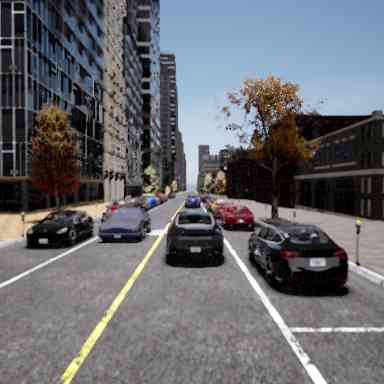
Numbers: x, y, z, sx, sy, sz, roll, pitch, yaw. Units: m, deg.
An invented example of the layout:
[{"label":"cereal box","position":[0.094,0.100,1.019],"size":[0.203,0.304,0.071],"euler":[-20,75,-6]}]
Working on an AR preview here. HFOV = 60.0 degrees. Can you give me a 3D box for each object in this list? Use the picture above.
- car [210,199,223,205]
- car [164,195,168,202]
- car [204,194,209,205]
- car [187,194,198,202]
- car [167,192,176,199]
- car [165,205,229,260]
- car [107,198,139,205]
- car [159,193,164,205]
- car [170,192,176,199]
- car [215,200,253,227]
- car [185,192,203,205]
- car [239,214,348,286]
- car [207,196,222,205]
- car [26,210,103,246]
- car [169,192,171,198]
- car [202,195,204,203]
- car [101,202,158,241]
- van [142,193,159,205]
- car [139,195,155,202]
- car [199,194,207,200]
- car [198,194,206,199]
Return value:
[{"label":"car","position":[2.677,1.455,26.089],"size":[1.802,1.307,4.206],"euler":[-1,0,0]},{"label":"car","position":[-5.717,1.054,54.363],"size":[2.192,1.841,5.009],"euler":[-1,0,0]},{"label":"car","position":[2.675,1.259,37.376],"size":[1.967,1.590,4.097],"euler":[-1,0,0]},{"label":"car","position":[0.097,1.178,65.278],"size":[2.128,1.511,4.902],"euler":[0,0,0]},{"label":"car","position":[-5.710,0.872,93.871],"size":[2.192,1.841,5.009],"euler":[-1,0,0]},{"label":"car","position":[0.073,1.445,12.219],"size":[1.837,1.490,4.892],"euler":[0,0,-1]},{"label":"car","position":[-5.671,1.312,26.143],"size":[1.967,1.590,4.097],"euler":[-1,0,0]},{"label":"car","position":[-5.688,1.316,48.720],"size":[2.008,1.369,4.403],"euler":[-1,0,0]},{"label":"car","position":[-5.707,1.148,88.228],"size":[1.947,1.339,4.313],"euler":[-1,0,0]},{"label":"car","position":[2.677,1.445,20.445],"size":[1.887,1.381,4.507],"euler":[-1,0,0]},{"label":"car","position":[0.098,1.133,45.446],"size":[2.097,1.767,4.553],"euler":[0,0,0]},{"label":"car","position":[2.678,1.521,9.158],"size":[1.947,1.339,4.313],"euler":[-1,0,0]},{"label":"car","position":[2.676,1.370,31.903],"size":[1.752,1.417,4.829],"euler":[-1,0,0]},{"label":"car","position":[-5.669,1.493,14.856],"size":[1.947,1.339,4.313],"euler":[-1,0,0]},{"label":"car","position":[-5.705,1.252,65.652],"size":[1.947,1.339,4.313],"euler":[-1,0,0]},{"label":"car","position":[2.676,1.358,43.021],"size":[1.947,1.339,4.313],"euler":[-1,0,0]},{"label":"car","position":[-3.101,1.466,16.513],"size":[2.033,1.411,5.357],"euler":[0,0,0]},{"label":"van","position":[-5.678,1.133,43.075],"size":[1.690,1.788,3.998],"euler":[-1,0,0]},{"label":"car","position":[-5.670,1.384,37.432],"size":[1.947,1.339,4.313],"euler":[-1,0,0]},{"label":"car","position":[2.674,1.153,82.529],"size":[1.887,1.381,4.507],"euler":[-1,0,0]},{"label":"car","position":[2.673,1.133,88.173],"size":[2.008,1.369,4.403],"euler":[-1,0,0]}]
